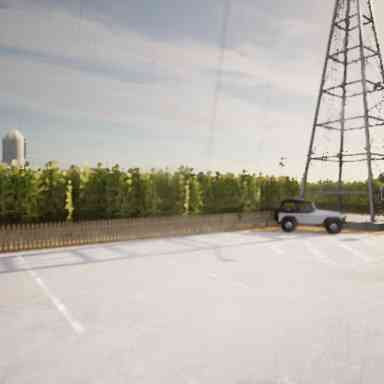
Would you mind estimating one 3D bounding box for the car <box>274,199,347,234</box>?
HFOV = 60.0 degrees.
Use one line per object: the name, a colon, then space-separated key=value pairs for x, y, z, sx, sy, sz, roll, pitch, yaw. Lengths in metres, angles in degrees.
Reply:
car: x=6.675 y=1.324 z=18.951 sx=3.866 sy=1.878 sz=1.905 roll=0 pitch=0 yaw=23
